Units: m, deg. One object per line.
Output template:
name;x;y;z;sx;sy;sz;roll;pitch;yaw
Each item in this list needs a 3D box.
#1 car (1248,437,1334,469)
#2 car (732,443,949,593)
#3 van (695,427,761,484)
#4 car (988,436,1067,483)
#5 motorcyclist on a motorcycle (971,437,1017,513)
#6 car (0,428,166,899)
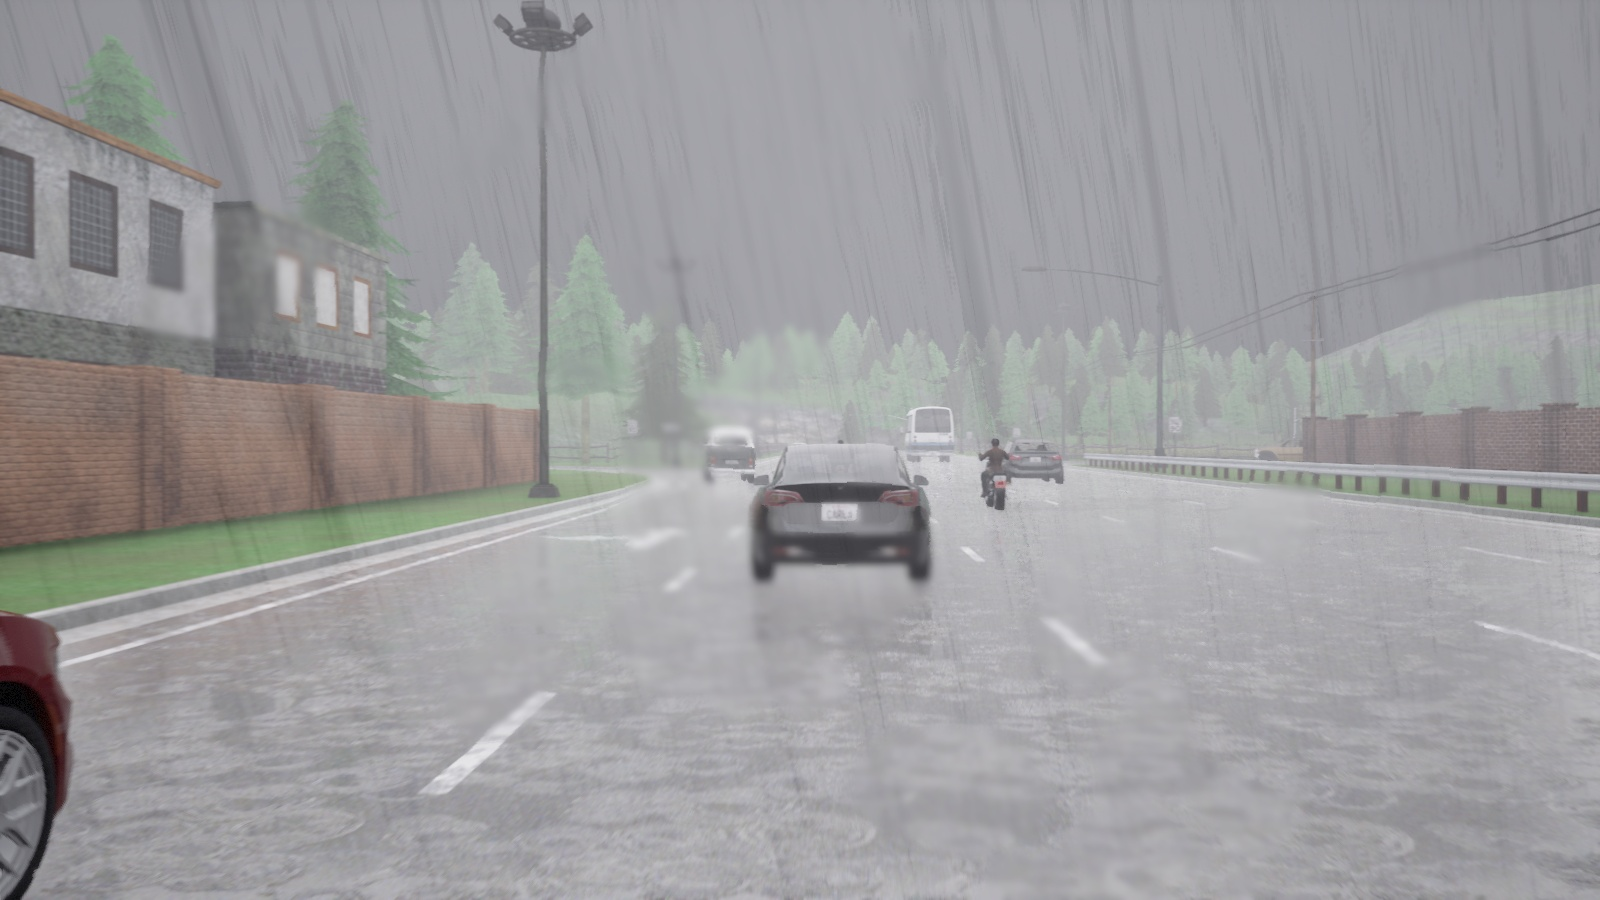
car;29.655;0.168;75.819;4.605;1.855;1.932;0;1;29
car;0.476;0.662;14.921;2.163;1.488;4.792;0;0;2
van;-2.799;0.196;47.781;2.069;2.038;4.480;1;0;-8
car;8.483;0.333;47.202;2.242;1.667;4.611;0;0;2
motorcyclist on a motorcycle;4.404;0.540;28.656;0.766;1.649;2.350;0;0;2
car;-3.419;0.707;2.280;1.882;1.535;5.008;0;0;2
